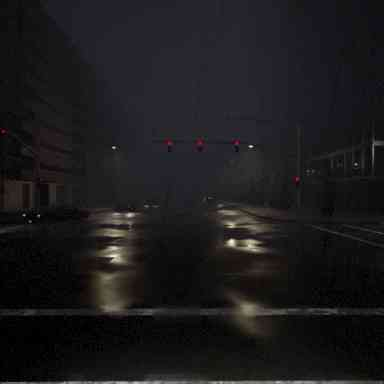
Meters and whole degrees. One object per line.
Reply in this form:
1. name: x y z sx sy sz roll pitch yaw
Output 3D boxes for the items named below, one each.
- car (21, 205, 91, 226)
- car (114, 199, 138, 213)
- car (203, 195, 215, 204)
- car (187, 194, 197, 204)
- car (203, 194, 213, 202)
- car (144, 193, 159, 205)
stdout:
1. car: -9.562 1.629 23.746 1.895 1.301 4.718 0 0 27
2. car: -7.451 1.526 37.675 1.812 1.442 4.674 0 0 0
3. car: 3.500 1.492 64.735 2.128 1.511 4.902 0 0 1
4. car: 0.001 1.564 64.646 1.994 1.385 4.181 0 0 1
5. car: 3.511 1.355 74.600 2.097 1.767 4.553 0 0 1
6. car: -7.229 1.222 59.941 2.150 2.045 5.566 0 0 1
